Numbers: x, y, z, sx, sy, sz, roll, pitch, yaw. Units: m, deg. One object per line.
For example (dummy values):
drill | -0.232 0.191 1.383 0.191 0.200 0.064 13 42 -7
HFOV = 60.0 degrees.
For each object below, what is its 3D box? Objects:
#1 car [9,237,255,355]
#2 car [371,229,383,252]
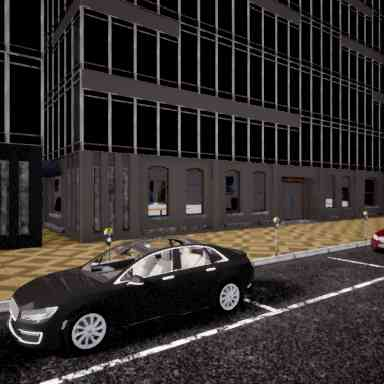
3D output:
car | -0.797 1.551 5.991 4.403 1.369 2.008 0 0 -35
car | 8.472 1.581 12.601 4.206 1.307 1.802 0 0 -35
